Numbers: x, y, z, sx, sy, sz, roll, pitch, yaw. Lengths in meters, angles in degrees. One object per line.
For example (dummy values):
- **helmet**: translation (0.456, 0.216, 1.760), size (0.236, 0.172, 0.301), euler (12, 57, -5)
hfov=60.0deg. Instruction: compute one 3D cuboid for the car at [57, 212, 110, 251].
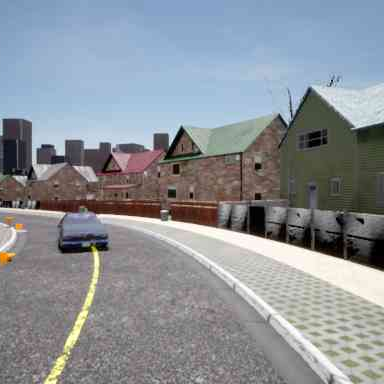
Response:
- **car**: translation (-4.967, 1.611, 14.879), size (2.033, 1.411, 5.357), euler (0, 0, -23)
